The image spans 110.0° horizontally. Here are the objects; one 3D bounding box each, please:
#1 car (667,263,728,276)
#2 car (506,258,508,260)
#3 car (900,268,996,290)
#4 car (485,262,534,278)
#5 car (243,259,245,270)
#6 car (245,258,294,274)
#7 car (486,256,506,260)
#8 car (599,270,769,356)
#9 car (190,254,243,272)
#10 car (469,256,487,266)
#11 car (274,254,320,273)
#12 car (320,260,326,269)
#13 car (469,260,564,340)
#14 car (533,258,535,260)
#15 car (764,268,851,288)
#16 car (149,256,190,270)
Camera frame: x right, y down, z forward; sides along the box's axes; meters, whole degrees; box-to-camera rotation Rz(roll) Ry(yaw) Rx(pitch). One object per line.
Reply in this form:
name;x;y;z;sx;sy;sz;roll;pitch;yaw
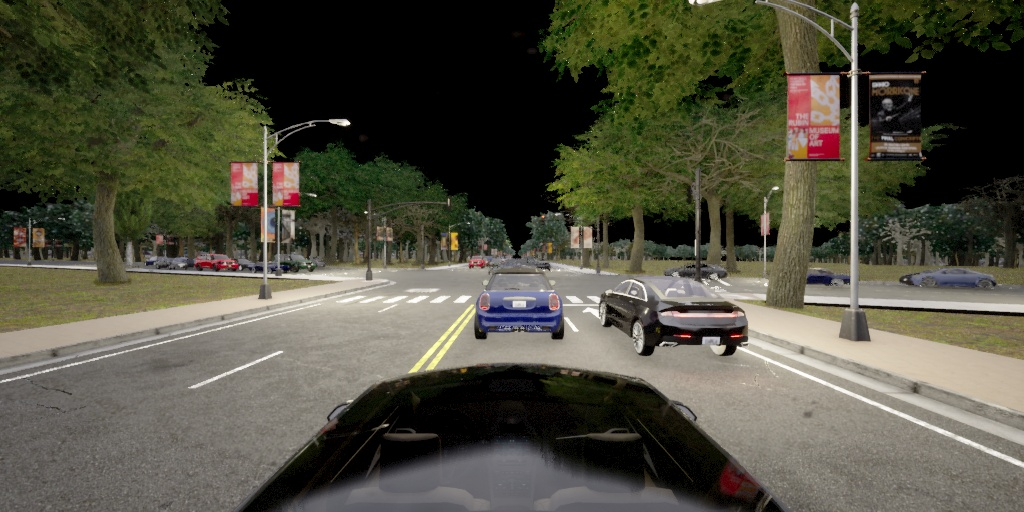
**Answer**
car;15.662;1.344;30.764;4.892;1.490;1.837;0;0;24
car;-2.194;1.359;64.907;1.895;1.301;4.718;0;0;1
car;29.630;1.489;24.528;4.181;1.385;1.994;0;0;24
car;-0.227;1.315;34.291;4.181;1.385;1.994;0;0;24
car;-34.693;1.074;45.925;4.892;1.490;1.837;0;0;24
car;-26.025;1.225;38.478;4.718;1.301;1.895;0;0;27
car;-2.387;1.108;55.916;2.097;1.767;4.553;0;0;1
car;3.430;1.241;8.582;2.128;1.511;4.902;0;0;0
car;-35.091;0.796;42.535;5.566;2.045;2.150;0;0;24
car;-5.616;0.978;57.984;2.150;2.045;5.566;0;0;1
car;-25.532;0.840;41.835;5.566;2.045;2.150;0;0;24
car;-28.401;1.078;50.419;4.902;1.511;2.128;0;0;24
car;0.194;1.102;10.170;2.097;1.767;4.553;0;0;1
car;4.111;1.259;47.861;1.837;1.490;4.892;0;0;1
car;20.594;1.479;25.001;4.718;1.301;1.895;0;0;24
car;-44.284;1.021;46.655;4.902;1.511;2.128;0;0;24
